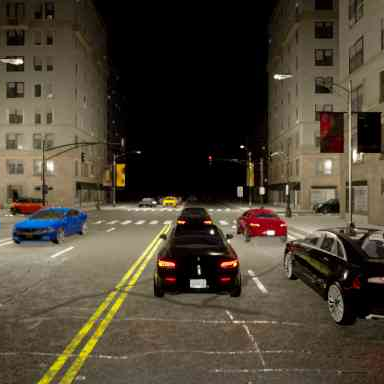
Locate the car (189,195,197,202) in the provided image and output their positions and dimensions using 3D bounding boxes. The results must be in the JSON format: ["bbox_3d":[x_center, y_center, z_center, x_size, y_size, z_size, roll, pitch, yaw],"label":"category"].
[{"bbox_3d":[0.172,1.614,78.531,1.895,1.301,4.718,0,0,0],"label":"car"}]

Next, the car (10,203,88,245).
[{"bbox_3d":[-6.502,1.481,15.810,1.882,1.535,5.008,0,0,1],"label":"car"}]

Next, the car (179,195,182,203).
[{"bbox_3d":[-3.201,1.622,58.771,1.895,1.301,4.718,0,0,0],"label":"car"}]

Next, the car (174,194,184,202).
[{"bbox_3d":[-3.080,1.355,78.184,2.097,1.767,4.553,0,0,0],"label":"car"}]

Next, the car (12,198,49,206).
[{"bbox_3d":[-14.618,1.343,31.620,4.553,1.767,2.097,0,0,0],"label":"car"}]

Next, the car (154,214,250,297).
[{"bbox_3d":[0.114,1.527,8.442,1.812,1.442,4.674,0,0,0],"label":"car"}]

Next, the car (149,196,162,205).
[{"bbox_3d":[-6.451,1.526,58.885,1.837,1.490,4.892,0,0,0],"label":"car"}]

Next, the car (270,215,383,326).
[{"bbox_3d":[3.352,1.493,7.042,2.128,1.511,4.902,0,0,1],"label":"car"}]

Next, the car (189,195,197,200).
[{"bbox_3d":[0.193,1.443,88.504,1.994,1.385,4.181,0,0,0],"label":"car"}]

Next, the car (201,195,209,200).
[{"bbox_3d":[3.443,1.443,88.497,1.994,1.385,4.181,0,0,0],"label":"car"}]

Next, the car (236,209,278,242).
[{"bbox_3d":[3.284,1.529,16.137,1.812,1.442,4.674,0,0,0],"label":"car"}]

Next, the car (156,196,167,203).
[{"bbox_3d":[-6.350,1.548,69.038,1.812,1.442,4.674,0,0,0],"label":"car"}]

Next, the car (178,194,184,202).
[{"bbox_3d":[-3.113,1.374,68.223,2.097,1.767,4.553,0,0,0],"label":"car"}]

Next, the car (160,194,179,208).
[{"bbox_3d":[-3.246,1.496,49.433,1.882,1.535,5.008,0,0,-1],"label":"car"}]

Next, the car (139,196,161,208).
[{"bbox_3d":[-6.462,1.566,49.146,2.033,1.411,5.357,0,0,4],"label":"car"}]

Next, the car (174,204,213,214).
[{"bbox_3d":[0.136,1.530,17.351,1.812,1.442,4.674,0,0,0],"label":"car"}]

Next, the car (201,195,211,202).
[{"bbox_3d":[3.420,1.558,78.077,2.033,1.411,5.357,0,0,0],"label":"car"}]

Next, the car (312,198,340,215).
[{"bbox_3d":[14.835,1.411,34.392,4.553,1.767,2.097,0,0,1],"label":"car"}]
